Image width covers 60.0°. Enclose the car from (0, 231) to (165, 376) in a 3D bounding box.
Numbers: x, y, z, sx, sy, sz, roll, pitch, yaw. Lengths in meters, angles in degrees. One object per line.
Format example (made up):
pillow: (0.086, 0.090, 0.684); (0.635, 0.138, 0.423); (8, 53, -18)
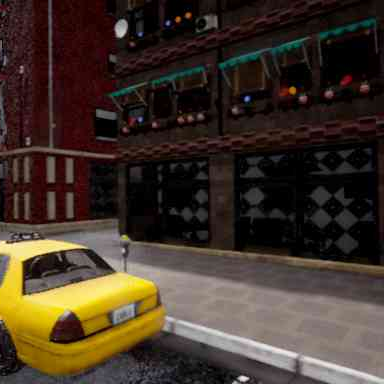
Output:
car: (-2.907, 1.435, 5.510); (5.366, 1.575, 1.801); (0, 0, 35)
